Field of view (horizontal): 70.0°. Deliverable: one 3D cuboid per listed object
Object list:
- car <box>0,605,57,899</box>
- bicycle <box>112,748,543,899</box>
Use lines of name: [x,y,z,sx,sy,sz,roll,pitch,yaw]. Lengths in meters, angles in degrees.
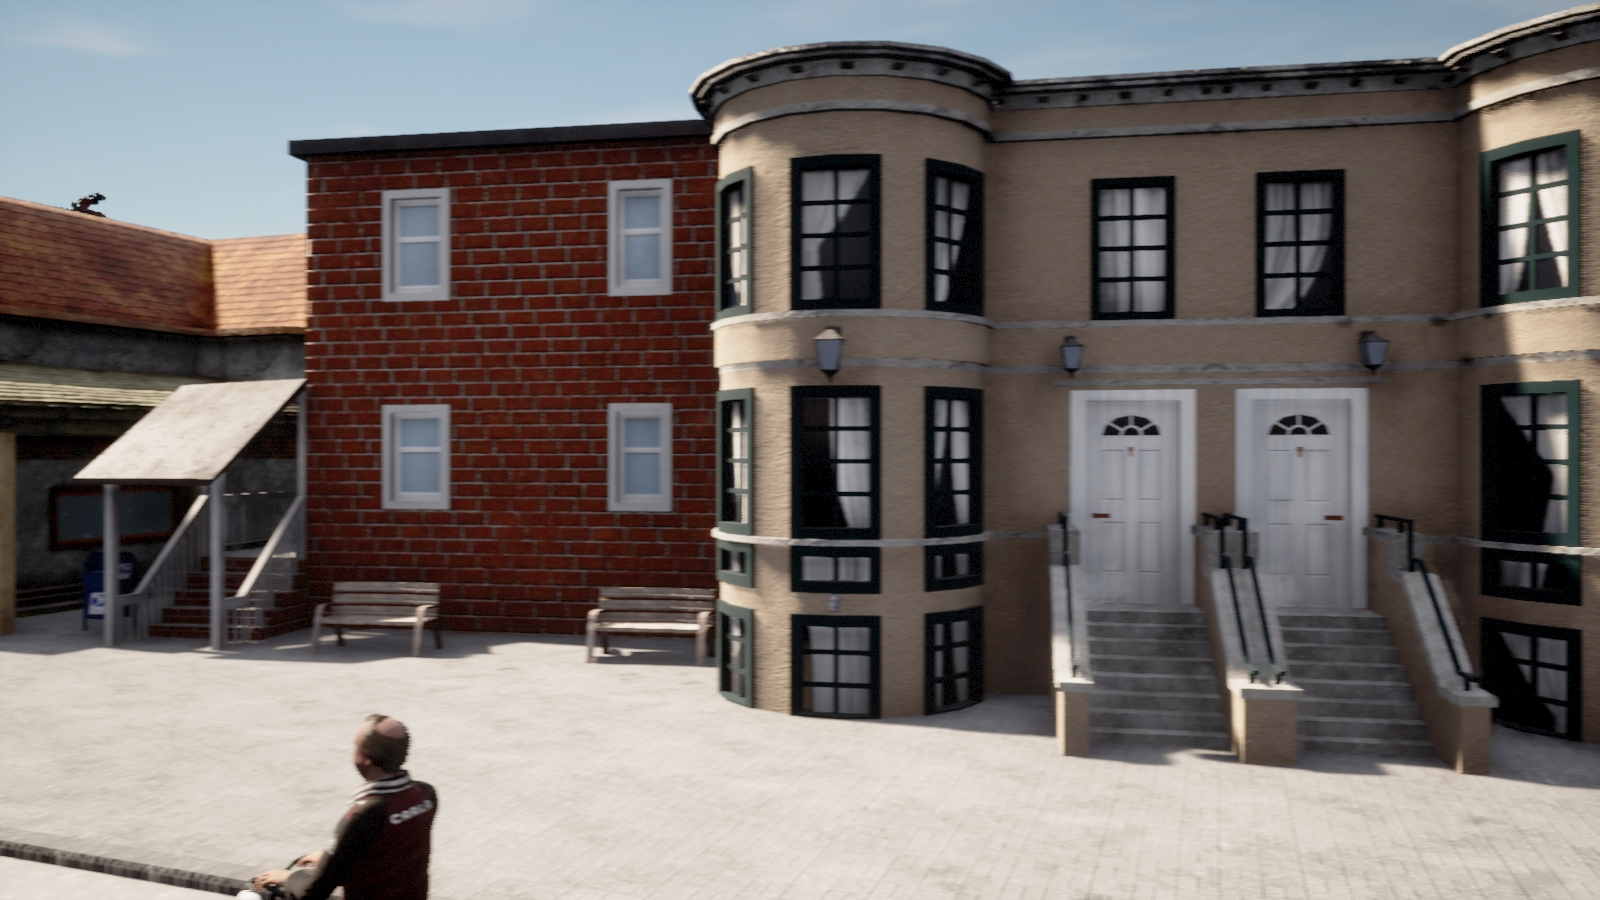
car: [-6.831,1.747,6.321,4.611,1.667,2.242,0,0,20]
bicycle: [-1.899,1.940,4.516,1.835,1.271,0.329,0,0,20]
